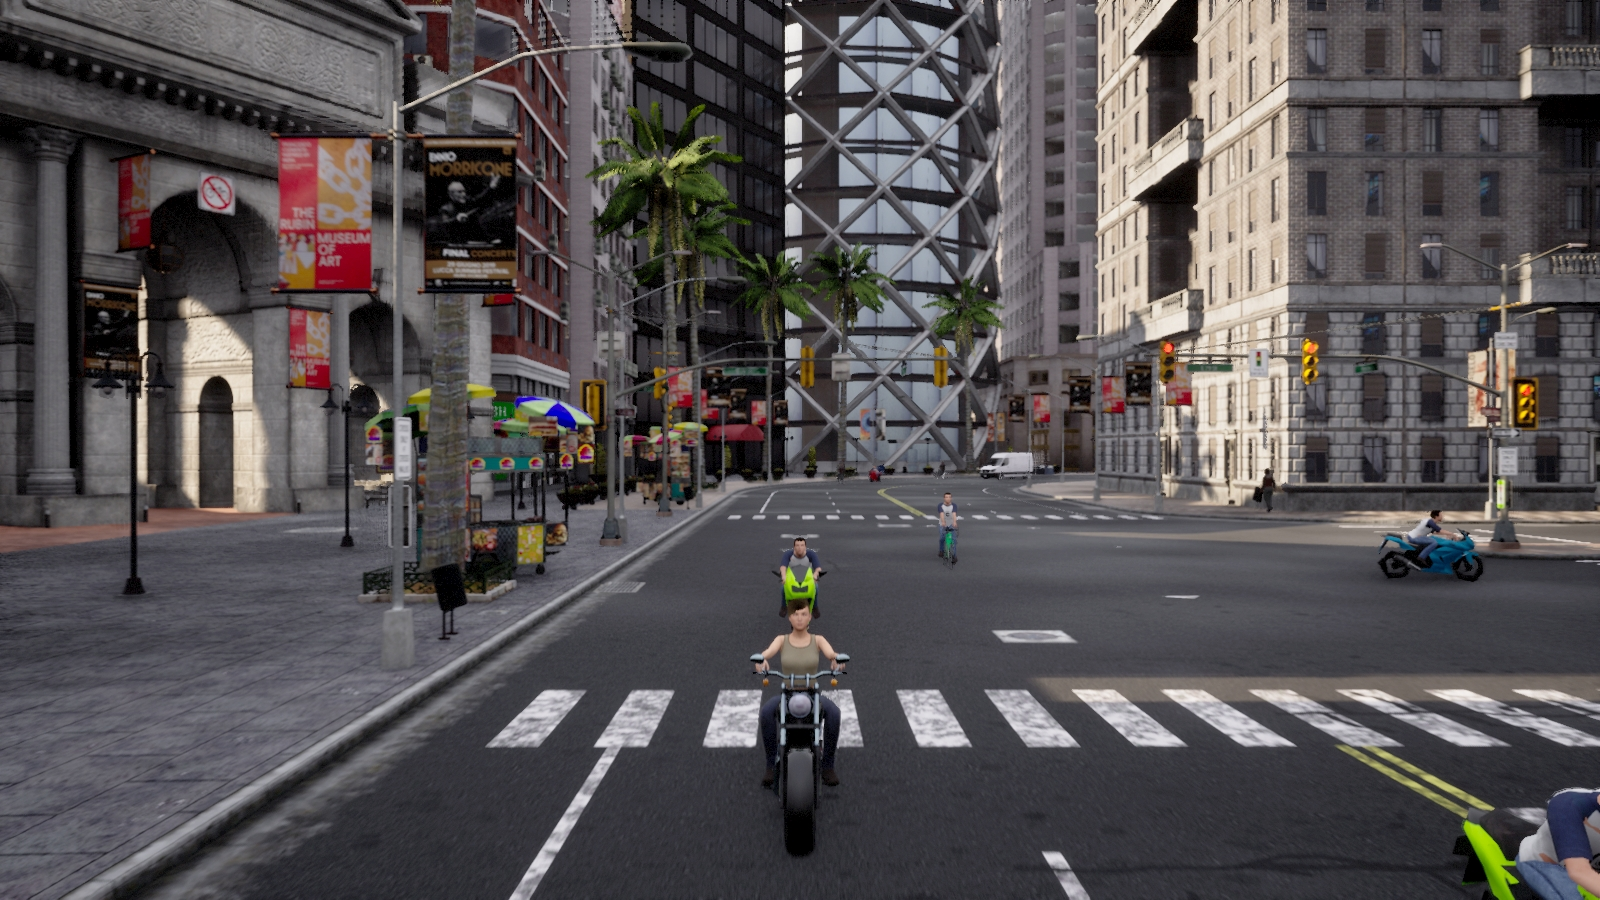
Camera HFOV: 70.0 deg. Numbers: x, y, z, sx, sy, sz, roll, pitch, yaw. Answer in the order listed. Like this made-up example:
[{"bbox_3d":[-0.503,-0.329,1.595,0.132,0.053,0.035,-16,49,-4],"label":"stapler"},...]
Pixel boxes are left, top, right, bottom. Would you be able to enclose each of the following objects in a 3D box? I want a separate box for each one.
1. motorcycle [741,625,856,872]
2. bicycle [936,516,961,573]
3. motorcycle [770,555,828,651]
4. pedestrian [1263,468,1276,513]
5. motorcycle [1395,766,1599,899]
[{"bbox_3d":[-0.010,2.170,8.789,0.764,1.277,2.356,0,0,0],"label":"motorcycle"},{"bbox_3d":[3.500,2.206,26.974,0.373,1.196,1.643,0,0,0],"label":"bicycle"},{"bbox_3d":[-0.020,2.213,16.842,0.803,1.145,2.033,0,0,0],"label":"motorcycle"},{"bbox_3d":[19.694,1.696,47.892,0.375,1.860,0.375,0,0,-4],"label":"pedestrian"},{"bbox_3d":[3.480,2.212,4.895,0.803,1.145,2.033,0,0,0],"label":"motorcycle"}]
